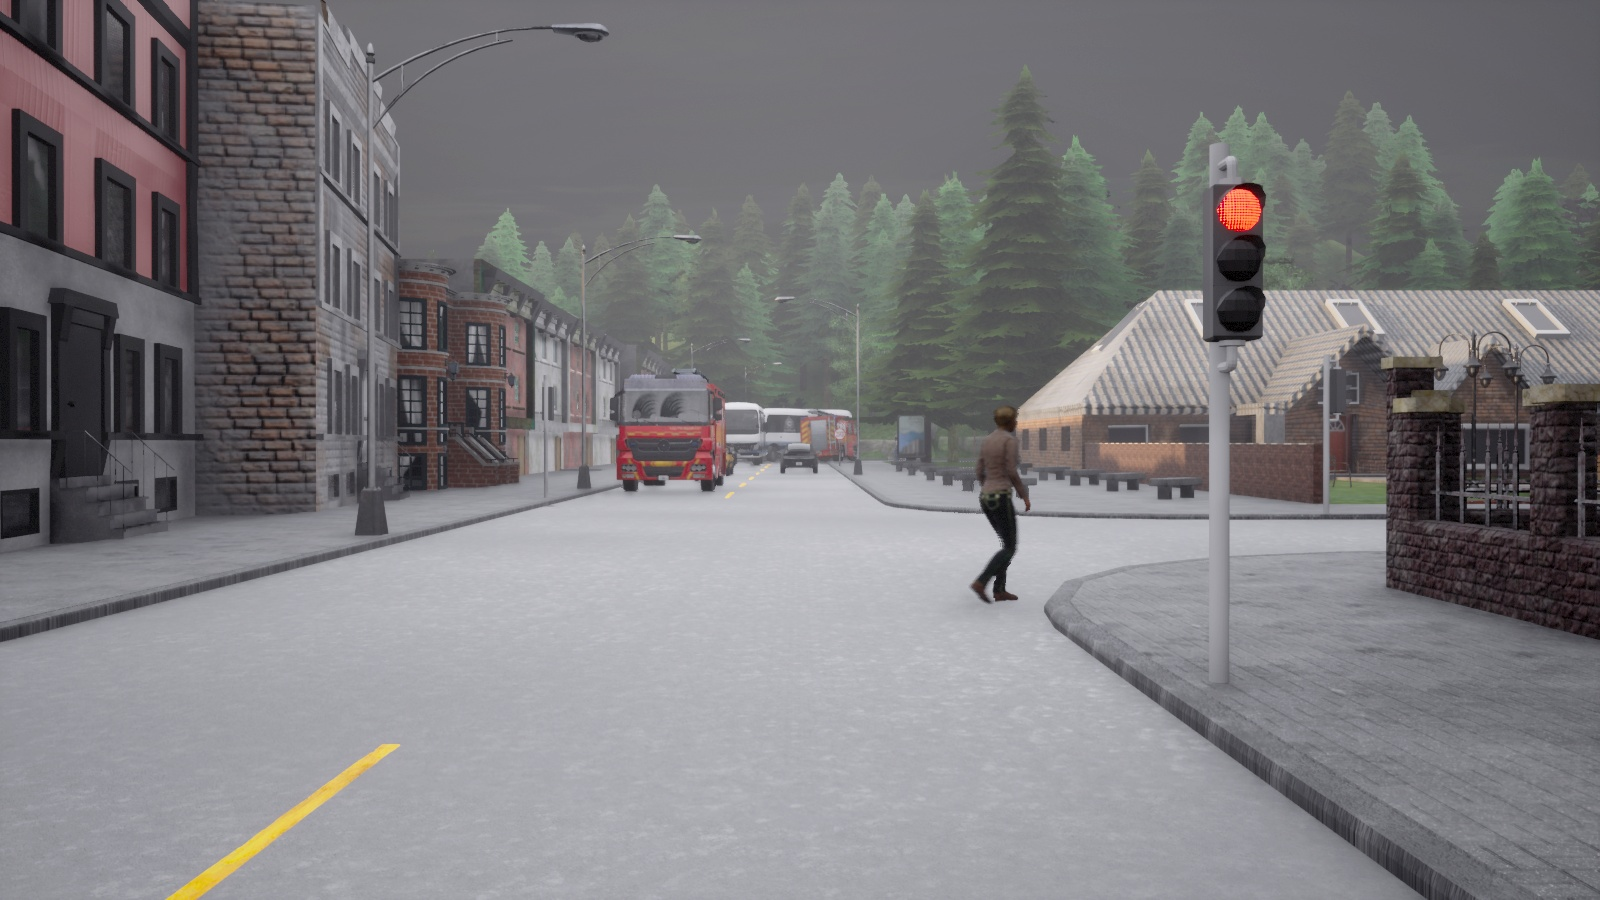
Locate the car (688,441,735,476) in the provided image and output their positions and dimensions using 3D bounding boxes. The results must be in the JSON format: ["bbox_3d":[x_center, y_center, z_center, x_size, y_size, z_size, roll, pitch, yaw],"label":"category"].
[{"bbox_3d":[-4.051,0.354,58.196,1.801,1.575,5.366,0,0,0],"label":"car"}]

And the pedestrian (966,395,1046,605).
[{"bbox_3d":[1.865,0.440,11.347,0.634,1.846,0.331,0,0,-25],"label":"pedestrian"}]

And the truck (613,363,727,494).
[{"bbox_3d":[-4.048,-0.652,41.030,2.891,3.827,8.468,0,0,0],"label":"truck"}]

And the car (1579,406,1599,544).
[{"bbox_3d":[14.694,0.375,18.153,5.566,2.045,2.150,0,0,-1],"label":"car"}]

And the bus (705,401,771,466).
[{"bbox_3d":[-4.170,-1.124,86.944,3.944,4.253,10.273,0,0,1],"label":"bus"}]

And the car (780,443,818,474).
[{"bbox_3d":[-0.046,0.392,63.633,1.837,1.490,4.892,0,0,0],"label":"car"}]

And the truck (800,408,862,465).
[{"bbox_3d":[2.482,-0.958,97.029,2.891,3.827,8.468,-4,-3,13],"label":"truck"}]
